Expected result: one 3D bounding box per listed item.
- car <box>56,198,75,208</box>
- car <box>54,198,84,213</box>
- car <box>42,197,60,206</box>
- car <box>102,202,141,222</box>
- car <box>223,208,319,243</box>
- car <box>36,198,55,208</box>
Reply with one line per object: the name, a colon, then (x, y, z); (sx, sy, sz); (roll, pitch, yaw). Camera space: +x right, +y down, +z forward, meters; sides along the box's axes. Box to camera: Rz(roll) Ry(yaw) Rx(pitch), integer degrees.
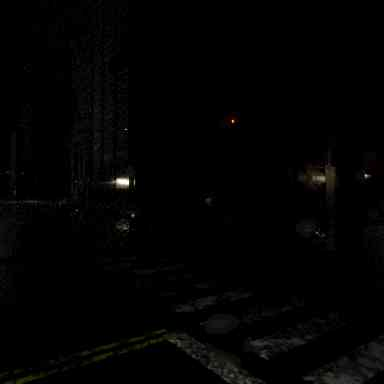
car: (-20.692, 1.792, 54.242); (1.812, 1.442, 4.674); (1, -1, -35)
car: (-14.641, 1.718, 40.181); (2.033, 1.411, 5.357); (1, -1, -34)
car: (-26.483, 1.804, 62.418); (2.128, 1.511, 4.902); (1, -1, -36)
car: (-6.024, 1.594, 28.004); (2.128, 1.511, 4.902); (1, -1, -35)
car: (3.716, 1.549, 16.254); (4.674, 1.442, 1.812); (0, 0, 37)
car: (-23.525, 1.815, 52.875); (1.812, 1.442, 4.674); (1, -1, -35)
